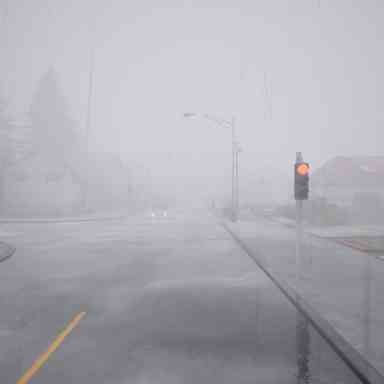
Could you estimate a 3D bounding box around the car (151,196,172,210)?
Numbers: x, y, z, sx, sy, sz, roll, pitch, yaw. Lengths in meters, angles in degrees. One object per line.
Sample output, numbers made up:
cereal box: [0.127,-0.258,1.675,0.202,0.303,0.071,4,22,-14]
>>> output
car: [-3.974,1.505,42.288,1.837,1.490,4.892,0,0,0]

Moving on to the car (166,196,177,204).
car: [-3.865,1.477,63.238,1.882,1.535,5.008,0,0,1]

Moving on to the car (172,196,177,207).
car: [-3.938,1.352,52.330,2.097,1.767,4.553,0,0,0]
